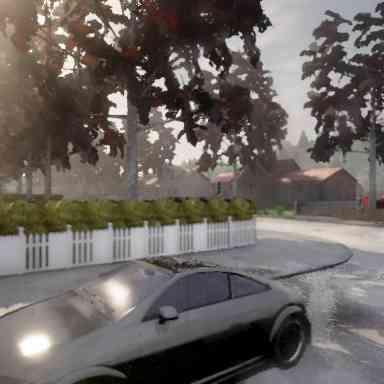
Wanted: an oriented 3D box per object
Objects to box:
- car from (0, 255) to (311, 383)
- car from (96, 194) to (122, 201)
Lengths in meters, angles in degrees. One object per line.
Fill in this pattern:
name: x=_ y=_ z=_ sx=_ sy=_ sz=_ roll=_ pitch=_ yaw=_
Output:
car: x=-0.407 y=1.575 z=4.198 sx=4.181 sy=1.385 sz=1.994 roll=0 pitch=0 yaw=-36
car: x=-11.153 y=1.304 z=44.945 sx=2.150 sy=2.045 sz=5.566 roll=0 pitch=1 yaw=-35
